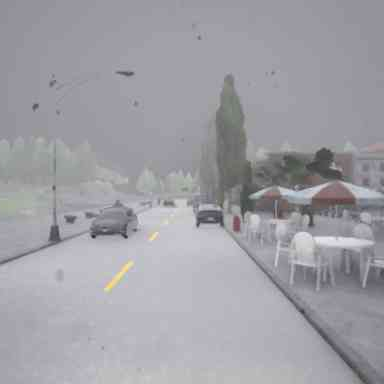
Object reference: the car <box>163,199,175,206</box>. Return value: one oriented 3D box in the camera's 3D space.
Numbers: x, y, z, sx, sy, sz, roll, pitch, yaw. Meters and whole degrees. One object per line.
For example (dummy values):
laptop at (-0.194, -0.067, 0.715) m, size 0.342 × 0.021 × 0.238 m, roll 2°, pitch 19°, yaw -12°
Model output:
car at (-4.050, 1.858, 58.463) m, size 1.895 × 1.301 × 4.718 m, roll 0°, pitch 0°, yaw 1°

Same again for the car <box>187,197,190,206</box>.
car at (0.002, 1.863, 59.547) m, size 1.895 × 1.301 × 4.718 m, roll 0°, pitch 0°, yaw 0°

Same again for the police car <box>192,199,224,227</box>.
police car at (1.200, 1.531, 24.001) m, size 1.930 × 1.638 × 5.238 m, roll 0°, pitch 0°, yaw 0°

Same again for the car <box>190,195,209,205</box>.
car at (1.140, 1.350, 39.922) m, size 2.150 × 2.045 × 5.566 m, roll -3°, pitch 0°, yaw 0°

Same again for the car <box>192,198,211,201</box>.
car at (1.200, 1.654, 33.891) m, size 1.837 × 1.490 × 4.892 m, roll 0°, pitch 0°, yaw 0°

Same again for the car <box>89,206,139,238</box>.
car at (-4.100, 1.585, 18.118) m, size 1.837 × 1.490 × 4.892 m, roll 0°, pitch 0°, yaw 0°

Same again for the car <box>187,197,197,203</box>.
car at (0.002, 1.799, 74.195) m, size 1.994 × 1.385 × 4.181 m, roll 0°, pitch 0°, yaw 0°
